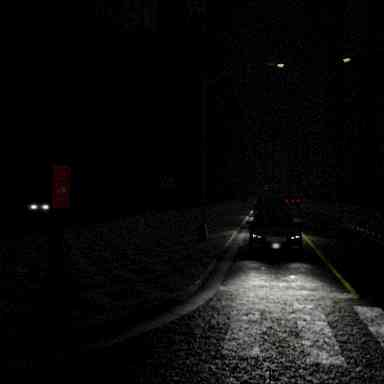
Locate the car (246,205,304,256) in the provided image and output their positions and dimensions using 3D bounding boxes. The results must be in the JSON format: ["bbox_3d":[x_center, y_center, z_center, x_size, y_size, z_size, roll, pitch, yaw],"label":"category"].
[{"bbox_3d":[3.302,1.516,13.363,2.128,1.511,4.902,0,0,13],"label":"car"}]

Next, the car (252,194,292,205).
[{"bbox_3d":[5.448,1.265,22.983,2.150,2.045,5.566,0,0,13],"label":"car"}]

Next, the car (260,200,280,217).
[{"bbox_3d":[7.625,1.593,32.707,1.812,1.442,4.674,0,0,13],"label":"car"}]

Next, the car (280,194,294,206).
[{"bbox_3d":[16.574,1.369,58.211,2.150,2.045,5.566,0,0,13],"label":"car"}]

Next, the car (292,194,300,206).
[{"bbox_3d":[14.262,1.335,47.802,2.150,2.045,5.566,0,0,12],"label":"car"}]

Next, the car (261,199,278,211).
[{"bbox_3d":[9.844,1.659,42.486,1.994,1.385,4.181,0,0,13],"label":"car"}]
